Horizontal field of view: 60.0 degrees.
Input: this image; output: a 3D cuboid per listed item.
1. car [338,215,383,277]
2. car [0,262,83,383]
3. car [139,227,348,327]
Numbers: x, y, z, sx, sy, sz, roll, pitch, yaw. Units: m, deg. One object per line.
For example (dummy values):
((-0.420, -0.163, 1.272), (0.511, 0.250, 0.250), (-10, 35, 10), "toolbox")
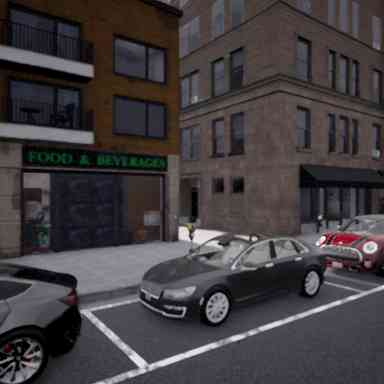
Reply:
((5.535, 1.442, 10.116), (4.097, 1.590, 1.967), (0, 0, -35), "car")
((-3.462, 1.566, 3.724), (4.313, 1.339, 1.947), (0, 0, -35), "car")
((1.036, 1.551, 6.920), (4.403, 1.369, 2.008), (0, 0, -35), "car")
